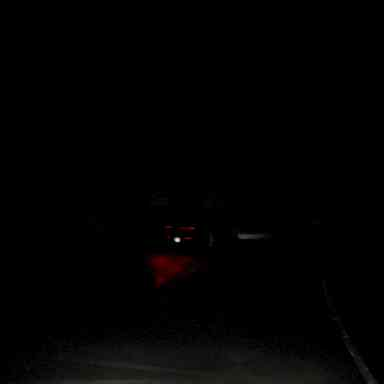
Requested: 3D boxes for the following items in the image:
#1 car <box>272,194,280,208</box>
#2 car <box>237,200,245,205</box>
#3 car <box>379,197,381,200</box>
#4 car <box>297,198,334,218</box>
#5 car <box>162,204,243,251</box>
[{"bbox_3d":[11.376,1.254,41.554,5.566,2.045,2.150,0,0,-44],"label":"car"},{"bbox_3d":[7.732,1.477,42.764,1.882,1.535,5.008,0,0,45],"label":"car"},{"bbox_3d":[40.533,1.089,67.913,5.566,2.045,2.150,0,0,-35],"label":"car"},{"bbox_3d":[11.616,1.404,31.148,2.097,1.767,4.553,1,0,40],"label":"car"},{"bbox_3d":[0.495,1.486,14.281,1.837,1.490,4.892,0,0,25],"label":"car"}]
